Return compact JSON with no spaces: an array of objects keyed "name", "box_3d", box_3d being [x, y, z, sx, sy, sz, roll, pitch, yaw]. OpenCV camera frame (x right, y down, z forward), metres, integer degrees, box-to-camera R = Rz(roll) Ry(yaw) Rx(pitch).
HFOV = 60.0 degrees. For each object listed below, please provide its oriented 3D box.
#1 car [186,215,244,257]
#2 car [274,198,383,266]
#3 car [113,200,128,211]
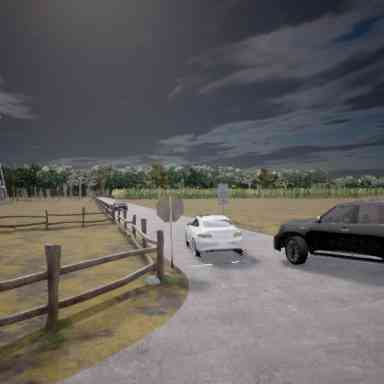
[{"name":"car","box_3d":[0.826,1.662,13.735,1.812,1.442,4.674,-2,0,-7]},{"name":"car","box_3d":[5.099,1.222,9.766,2.150,2.045,5.566,-2,0,-39]},{"name":"car","box_3d":[-10.712,1.972,49.475,2.033,1.411,5.357,-2,0,-17]}]
